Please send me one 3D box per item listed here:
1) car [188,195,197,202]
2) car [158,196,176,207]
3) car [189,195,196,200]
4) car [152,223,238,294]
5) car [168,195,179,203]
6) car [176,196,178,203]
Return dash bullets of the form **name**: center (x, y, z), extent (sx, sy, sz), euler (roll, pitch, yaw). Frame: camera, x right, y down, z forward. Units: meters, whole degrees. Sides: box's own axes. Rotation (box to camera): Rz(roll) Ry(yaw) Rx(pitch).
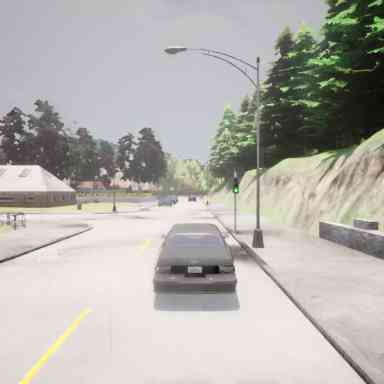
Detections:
- **car**: center (0.106, 1.516, 75.684), extent (2.128, 1.511, 4.902), euler (0, 0, 0)
- **car**: center (-4.024, 1.564, 51.053), extent (1.994, 1.385, 4.181), euler (0, 0, 0)
- **car**: center (0.120, 1.408, 86.044), extent (1.812, 1.442, 4.674), euler (0, 0, 0)
- **car**: center (0.071, 1.547, 8.931), extent (2.033, 1.411, 5.357), euler (0, 0, 0)
- **car**: center (-3.900, 1.525, 71.148), extent (2.128, 1.511, 4.902), euler (0, 0, 0)
- **car**: center (-3.980, 1.478, 61.056), extent (1.882, 1.535, 5.008), euler (0, 0, 1)
